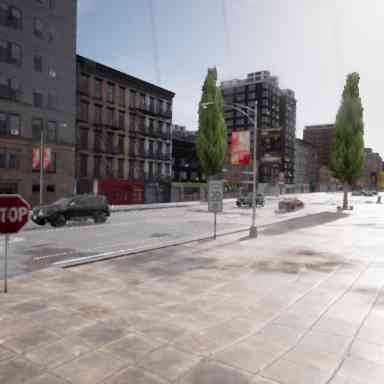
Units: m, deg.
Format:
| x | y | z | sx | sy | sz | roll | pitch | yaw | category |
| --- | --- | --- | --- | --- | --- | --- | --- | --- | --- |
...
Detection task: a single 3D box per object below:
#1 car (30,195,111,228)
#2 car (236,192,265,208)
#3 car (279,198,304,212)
| x | y | z | sx | sy | sz | roll | pitch | yaw | category |
| --- | --- | --- | --- | --- | --- | --- | --- | --- | --- |
| -8.195 | 1.237 | 22.969 | 2.150 | 2.045 | 5.566 | 2 | 1 | 35 | car |
| 8.164 | 1.067 | 46.060 | 2.150 | 2.045 | 5.566 | 2 | 1 | 36 | car |
| 12.146 | 1.498 | 40.375 | 1.882 | 1.535 | 5.008 | 2 | 1 | 35 | car |
